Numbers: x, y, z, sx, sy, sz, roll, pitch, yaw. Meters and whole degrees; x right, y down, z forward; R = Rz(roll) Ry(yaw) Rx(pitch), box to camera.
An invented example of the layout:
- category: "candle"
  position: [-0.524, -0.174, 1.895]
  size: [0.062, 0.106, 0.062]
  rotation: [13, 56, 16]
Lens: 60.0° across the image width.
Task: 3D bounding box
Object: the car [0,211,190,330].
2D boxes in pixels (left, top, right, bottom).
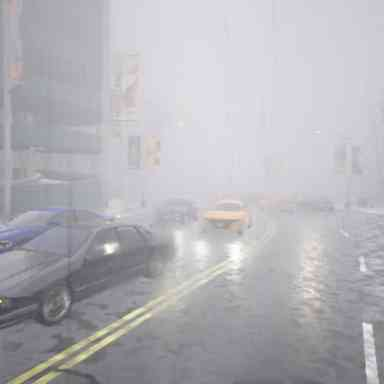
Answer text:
- category: "car"
  position: [-2.220, 1.377, 7.180]
  size: [2.033, 1.411, 5.357]
  rotation: [1, 1, 26]

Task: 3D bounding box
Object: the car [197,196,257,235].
- category: "car"
  position: [1.979, 1.187, 17.222]
  size: [1.882, 1.535, 5.008]
  rotation: [1, 1, 17]

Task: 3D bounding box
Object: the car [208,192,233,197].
- category: "car"
  position: [3.765, 0.713, 44.935]
  size: [1.882, 1.535, 5.008]
  rotation: [0, 1, -23]

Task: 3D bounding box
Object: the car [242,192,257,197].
- category: "car"
  position: [7.903, 0.817, 44.081]
  size: [1.837, 1.490, 4.892]
  rotation: [1, 1, -20]

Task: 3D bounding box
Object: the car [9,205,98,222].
- category: "car"
  position: [-4.495, 1.212, 10.600]
  size: [1.882, 1.535, 5.008]
  rotation: [1, 1, 25]

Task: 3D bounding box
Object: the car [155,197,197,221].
- category: "car"
  position: [-0.842, 1.119, 20.212]
  size: [1.837, 1.490, 4.892]
  rotation: [1, 1, 13]

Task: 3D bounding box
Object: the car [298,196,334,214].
- category: "car"
  position: [10.903, 1.106, 29.742]
  size: [2.128, 1.511, 4.902]
  rotation: [1, 1, -3]

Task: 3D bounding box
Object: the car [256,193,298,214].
- category: "car"
  position: [7.416, 1.045, 29.481]
  size: [1.882, 1.535, 5.008]
  rotation: [1, 1, -2]
